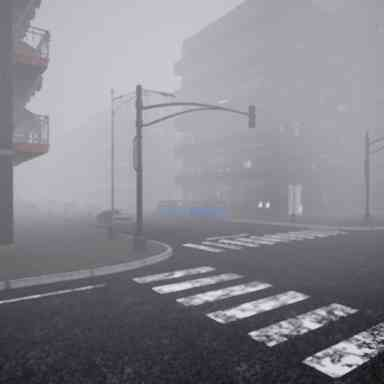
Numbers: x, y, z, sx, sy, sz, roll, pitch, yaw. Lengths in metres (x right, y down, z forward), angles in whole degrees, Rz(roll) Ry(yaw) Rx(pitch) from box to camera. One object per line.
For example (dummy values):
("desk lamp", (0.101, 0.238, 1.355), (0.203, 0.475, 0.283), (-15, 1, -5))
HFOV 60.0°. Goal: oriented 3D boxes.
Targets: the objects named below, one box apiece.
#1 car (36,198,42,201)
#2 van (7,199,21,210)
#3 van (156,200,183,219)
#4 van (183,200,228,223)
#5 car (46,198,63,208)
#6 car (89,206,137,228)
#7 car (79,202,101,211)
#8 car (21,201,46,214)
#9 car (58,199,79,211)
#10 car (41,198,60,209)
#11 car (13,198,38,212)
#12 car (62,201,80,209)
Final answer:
("car", (-35.181, 2.390, 78.081), (2.192, 1.841, 5.009), (-1, 0, -36))
("van", (-31.973, 2.225, 59.619), (1.690, 1.788, 3.998), (-1, 0, -36))
("van", (-2.013, 1.676, 32.940), (1.690, 1.788, 3.998), (-1, 0, -36))
("van", (1.304, 1.602, 28.425), (1.690, 1.788, 3.998), (-1, 0, -36))
("car", (-28.547, 2.241, 69.053), (2.192, 1.841, 5.009), (-1, 0, -36))
("car", (-5.434, 1.874, 23.506), (1.802, 1.307, 4.206), (-1, 0, -36))
("car", (-15.275, 2.212, 50.996), (1.802, 1.307, 4.206), (-1, 0, -36))
("car", (-22.018, 2.244, 46.077), (1.802, 1.307, 4.206), (-1, 0, -36))
("car", (-18.846, 2.199, 51.488), (1.812, 1.442, 4.674), (0, -1, -36))
("car", (-24.843, 2.159, 59.671), (2.097, 1.767, 4.553), (0, -1, -38))
("car", (-25.338, 2.176, 50.591), (1.967, 1.590, 4.097), (-1, 0, -36))
("car", (-22.010, 2.306, 60.162), (1.752, 1.417, 4.829), (-1, 0, -36))
